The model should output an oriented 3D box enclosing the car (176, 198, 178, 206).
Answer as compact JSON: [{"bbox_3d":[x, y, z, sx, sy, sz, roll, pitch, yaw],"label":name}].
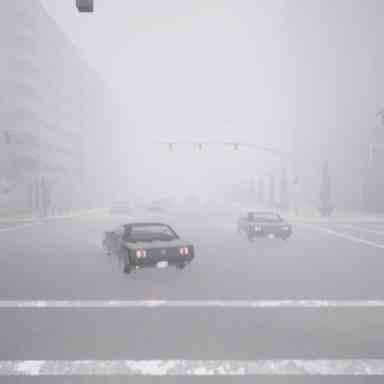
[{"bbox_3d":[-3.614,1.418,57.539,2.097,1.767,4.553,0,0,1],"label":"car"}]

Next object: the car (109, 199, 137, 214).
[{"bbox_3d":[-7.405,1.545,35.327,1.837,1.490,4.892,0,0,0],"label":"car"}]

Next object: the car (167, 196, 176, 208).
[{"bbox_3d":[-3.806,1.559,47.569,1.837,1.490,4.892,0,0,1],"label":"car"}]

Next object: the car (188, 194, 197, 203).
[{"bbox_3d":[0.100,1.441,74.704,2.097,1.767,4.553,0,0,1],"label":"car"}]

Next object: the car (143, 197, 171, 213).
[{"bbox_3d":[-3.916,1.591,37.726,2.033,1.411,5.357,0,0,0],"label":"car"}]

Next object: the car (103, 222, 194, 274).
[{"bbox_3d":[-1.667,1.639,10.911,1.895,1.301,4.718,0,0,-23],"label":"car"}]

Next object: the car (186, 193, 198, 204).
[{"bbox_3d":[-0.026,1.295,64.292,2.150,2.045,5.566,0,0,1],"label":"car"}]

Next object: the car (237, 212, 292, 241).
[{"bbox_3d":[3.465,1.647,16.896,1.895,1.301,4.718,0,0,-1],"label":"car"}]

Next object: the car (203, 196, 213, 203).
[{"bbox_3d":[3.602,1.638,74.824,1.994,1.385,4.181,0,0,1],"label":"car"}]

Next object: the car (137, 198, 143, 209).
[{"bbox_3d":[-7.343,1.600,45.895,2.033,1.411,5.357,0,0,0],"label":"car"}]

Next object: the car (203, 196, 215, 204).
[{"bbox_3d":[3.478,1.675,64.849,1.895,1.301,4.718,0,0,1],"label":"car"}]
